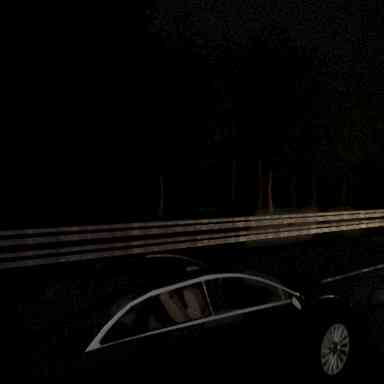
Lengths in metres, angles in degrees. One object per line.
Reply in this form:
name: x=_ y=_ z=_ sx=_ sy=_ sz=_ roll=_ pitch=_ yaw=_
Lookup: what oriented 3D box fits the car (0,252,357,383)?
car: x=0.003 y=1.492 z=3.874 sx=4.902 sy=1.511 sz=2.128 roll=0 pitch=0 yaw=-36
